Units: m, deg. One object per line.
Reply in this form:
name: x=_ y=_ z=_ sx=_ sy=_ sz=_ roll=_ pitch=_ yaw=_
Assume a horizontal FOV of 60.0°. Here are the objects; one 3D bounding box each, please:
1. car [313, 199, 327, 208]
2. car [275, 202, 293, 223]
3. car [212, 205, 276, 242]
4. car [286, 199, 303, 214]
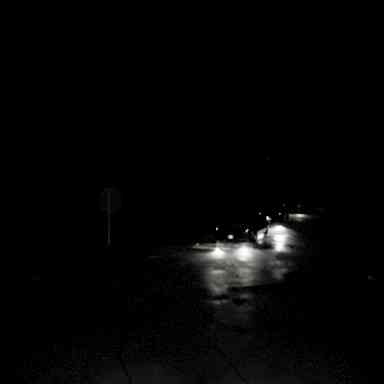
car: x=22.065 y=1.962 z=57.330 sx=1.837 sy=1.490 sz=4.892 roll=0 pitch=-1 yaw=19
car: x=6.576 y=1.712 z=26.485 sx=1.895 sy=1.301 sz=4.718 roll=0 pitch=-1 yaw=23
car: x=2.705 y=1.581 z=16.946 sx=2.033 sy=1.411 sz=5.357 roll=0 pitch=0 yaw=23
car: x=11.792 y=1.572 z=38.858 sx=2.097 sy=1.767 sz=4.553 roll=0 pitch=-1 yaw=22
